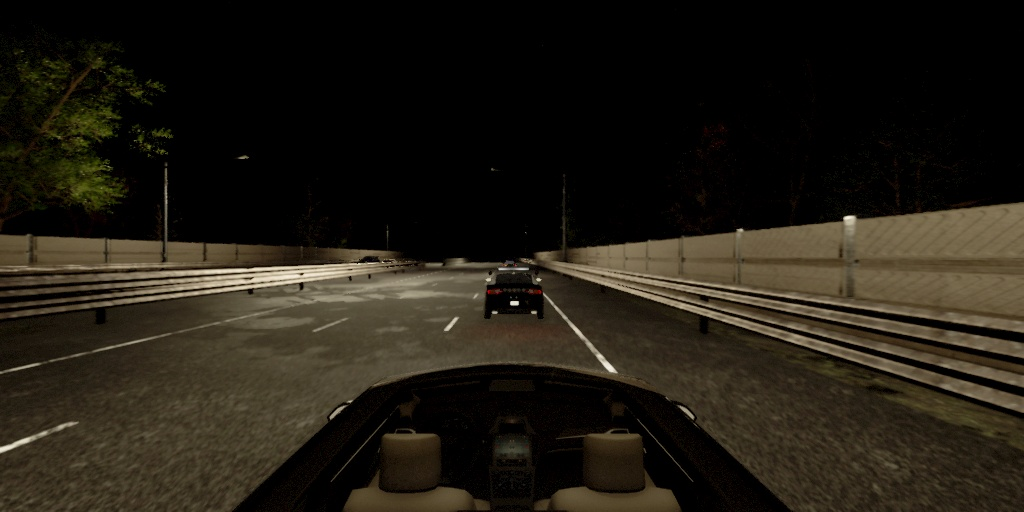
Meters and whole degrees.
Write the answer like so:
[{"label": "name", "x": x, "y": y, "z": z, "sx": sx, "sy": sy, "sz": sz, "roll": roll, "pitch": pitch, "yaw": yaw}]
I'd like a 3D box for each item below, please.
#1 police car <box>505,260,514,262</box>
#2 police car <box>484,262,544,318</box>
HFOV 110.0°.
[{"label": "police car", "x": -0.300, "y": 1.269, "z": 43.947, "sx": 2.038, "sy": 1.542, "sz": 4.974, "roll": 0, "pitch": 0, "yaw": -1}, {"label": "police car", "x": 0.061, "y": 1.178, "z": 13.081, "sx": 1.930, "sy": 1.638, "sz": 5.238, "roll": 0, "pitch": 0, "yaw": 0}]
